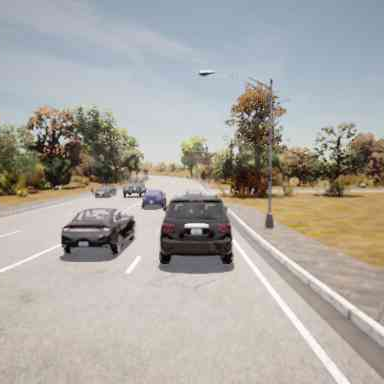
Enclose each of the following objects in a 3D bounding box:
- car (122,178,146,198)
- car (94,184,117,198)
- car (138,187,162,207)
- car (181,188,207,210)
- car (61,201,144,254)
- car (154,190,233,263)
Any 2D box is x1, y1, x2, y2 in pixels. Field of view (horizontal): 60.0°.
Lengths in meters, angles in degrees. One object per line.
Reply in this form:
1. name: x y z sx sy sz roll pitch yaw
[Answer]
1. car: -6.915 -0.615 40.314 2.150 2.045 5.566 0 3 0
2. car: -10.415 -0.145 40.380 2.128 1.511 4.902 0 3 0
3. car: -3.338 0.523 29.689 1.812 1.442 4.674 0 3 0
4. car: 0.161 0.528 29.045 2.128 1.511 4.902 0 3 0
5. car: -3.375 1.345 12.777 2.128 1.511 4.902 0 1 0
6. car: 0.123 1.101 11.680 2.150 2.045 5.566 0 1 0
